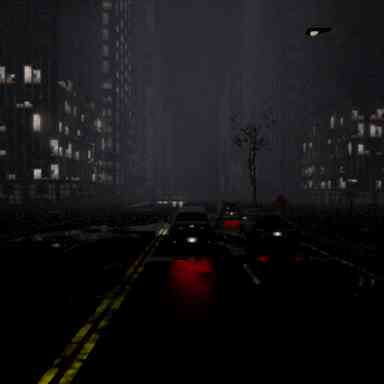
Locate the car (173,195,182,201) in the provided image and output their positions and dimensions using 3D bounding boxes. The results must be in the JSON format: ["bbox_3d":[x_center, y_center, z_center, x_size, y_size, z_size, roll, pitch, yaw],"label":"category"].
[{"bbox_3d":[-3.249,1.397,75.890,1.812,1.442,4.674,0,0,0],"label":"car"}]

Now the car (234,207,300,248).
[{"bbox_3d":[3.251,1.569,14.652,1.994,1.385,4.181,0,0,0],"label":"car"}]

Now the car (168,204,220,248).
[{"bbox_3d":[0.000,1.513,14.652,1.837,1.490,4.892,0,0,0],"label":"car"}]

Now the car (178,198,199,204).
[{"bbox_3d":[0.000,1.555,29.654,2.033,1.411,5.357,0,0,0],"label":"car"}]

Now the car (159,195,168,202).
[{"bbox_3d":[-6.500,1.412,75.890,2.033,1.411,5.357,0,0,0],"label":"car"}]

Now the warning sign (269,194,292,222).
[{"bbox_3d":[6.115,1.108,23.010,1.300,1.860,1.060,1,1,0],"label":"warning sign"}]

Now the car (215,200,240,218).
[{"bbox_3d":[3.250,1.508,29.653,1.837,1.490,4.892,0,0,0],"label":"car"}]
